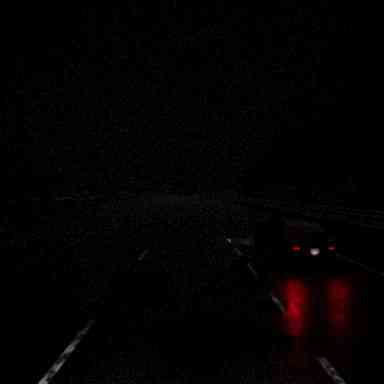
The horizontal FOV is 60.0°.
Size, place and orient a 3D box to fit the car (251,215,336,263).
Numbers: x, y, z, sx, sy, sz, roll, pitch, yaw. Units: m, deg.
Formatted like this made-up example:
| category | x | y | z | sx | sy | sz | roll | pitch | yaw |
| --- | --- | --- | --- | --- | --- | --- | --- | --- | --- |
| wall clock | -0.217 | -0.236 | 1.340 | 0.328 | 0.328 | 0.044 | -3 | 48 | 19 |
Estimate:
| category | x | y | z | sx | sy | sz | roll | pitch | yaw |
| --- | --- | --- | --- | --- | --- | --- | --- | --- | --- |
| car | 3.474 | 1.546 | 11.934 | 1.812 | 1.442 | 4.674 | 0 | 0 | -2 |

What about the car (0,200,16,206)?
| category | x | y | z | sx | sy | sz | roll | pitch | yaw |
| --- | --- | --- | --- | --- | --- | --- | --- | --- | --- |
| car | -17.592 | 1.613 | 30.837 | 1.994 | 1.385 | 4.181 | 0 | 0 | 0 |
